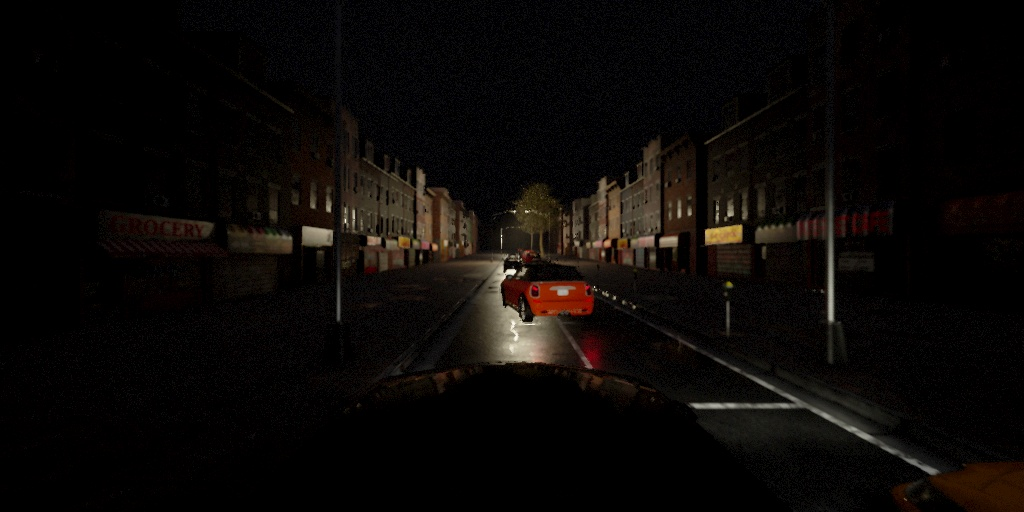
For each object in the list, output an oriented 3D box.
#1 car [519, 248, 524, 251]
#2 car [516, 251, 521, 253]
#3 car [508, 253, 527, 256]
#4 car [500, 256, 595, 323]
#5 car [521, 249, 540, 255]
[{"bbox_3d":[2.650,0.104,57.411,2.192,1.841,5.009,0,0,0],"label":"car"},{"bbox_3d":[0.108,0.397,53.578,1.837,1.490,4.892,0,2,0],"label":"car"},{"bbox_3d":[0.103,0.794,35.642,2.128,1.511,4.902,0,1,0],"label":"car"},{"bbox_3d":[0.959,1.006,12.001,2.097,1.767,4.553,0,1,-12],"label":"car"},{"bbox_3d":[2.648,0.389,46.292,2.192,1.841,5.009,0,0,0],"label":"car"}]
